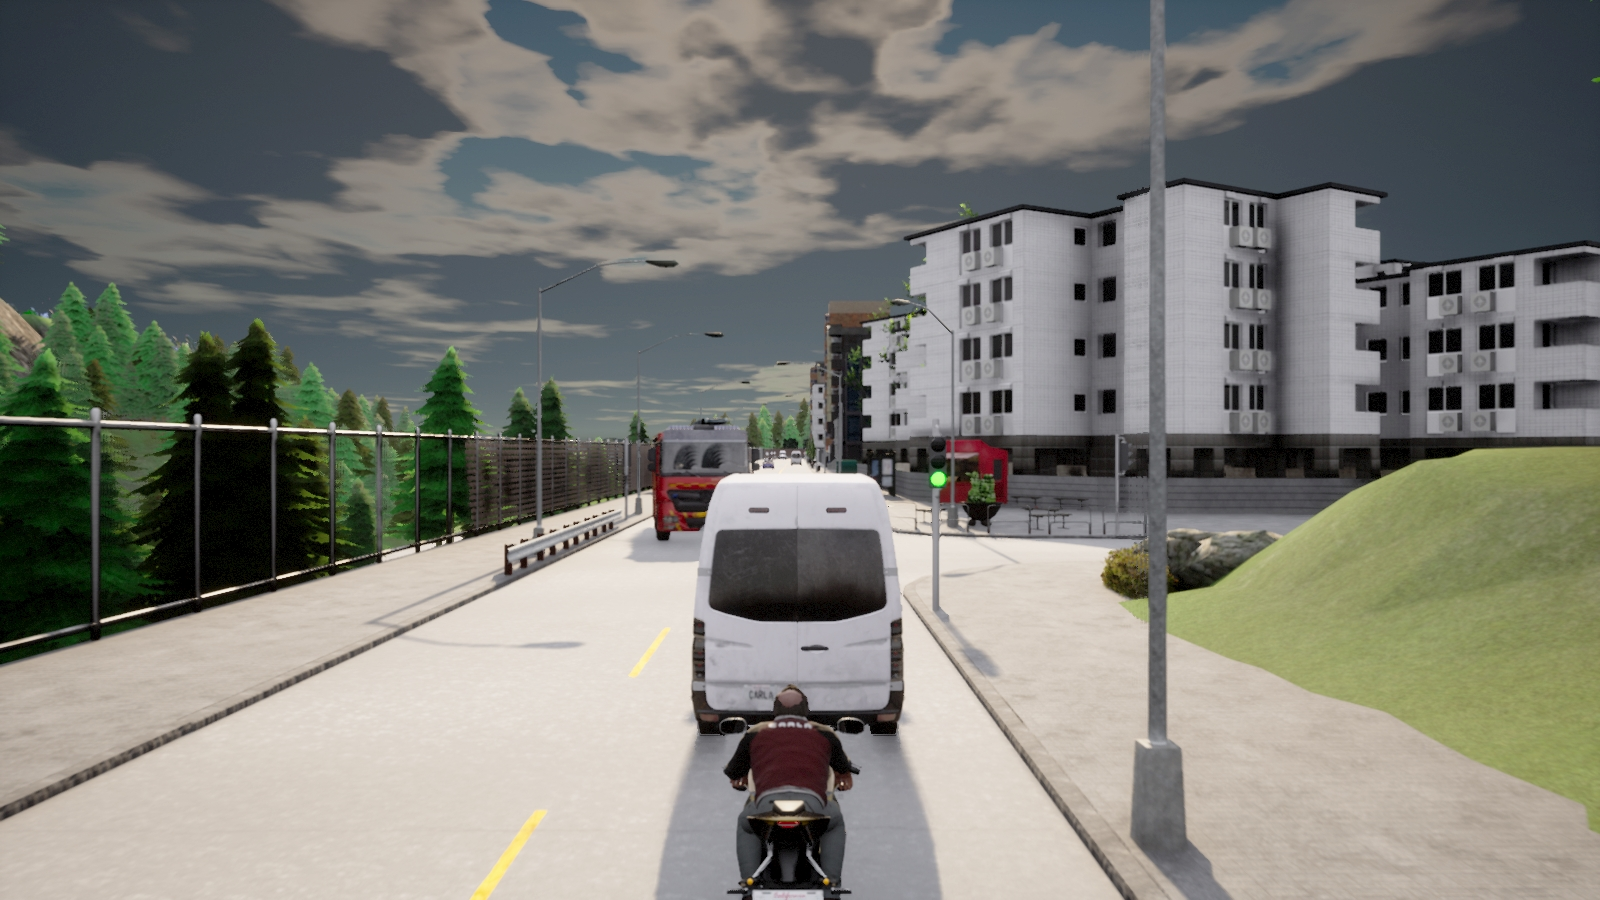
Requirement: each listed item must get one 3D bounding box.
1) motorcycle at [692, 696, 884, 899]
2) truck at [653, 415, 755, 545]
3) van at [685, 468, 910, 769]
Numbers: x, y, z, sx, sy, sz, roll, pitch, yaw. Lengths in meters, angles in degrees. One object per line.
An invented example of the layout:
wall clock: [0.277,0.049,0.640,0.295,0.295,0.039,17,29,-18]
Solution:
motorcycle: [-0.050,2.205,6.246,0.867,1.251,2.209,0,0,0]
truck: [-3.379,0.893,38.054,2.891,3.827,8.468,0,0,-8]
van: [-0.033,1.536,13.054,1.988,2.561,5.915,0,0,0]
